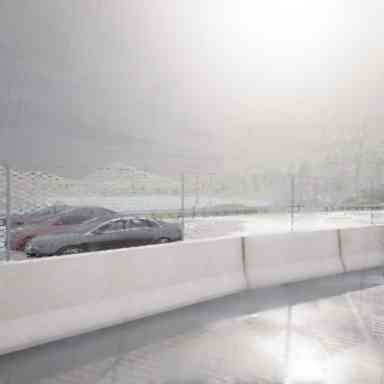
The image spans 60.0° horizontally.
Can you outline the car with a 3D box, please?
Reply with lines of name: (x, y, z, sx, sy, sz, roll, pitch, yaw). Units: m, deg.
car: (-2.580, 1.469, 10.572, 4.902, 1.511, 2.128, 0, 0, -34)
